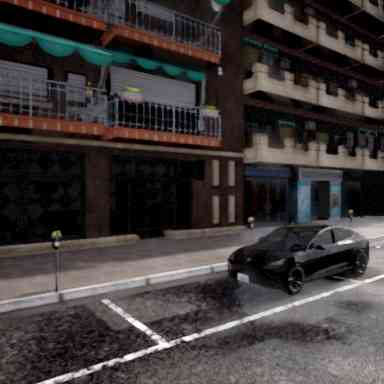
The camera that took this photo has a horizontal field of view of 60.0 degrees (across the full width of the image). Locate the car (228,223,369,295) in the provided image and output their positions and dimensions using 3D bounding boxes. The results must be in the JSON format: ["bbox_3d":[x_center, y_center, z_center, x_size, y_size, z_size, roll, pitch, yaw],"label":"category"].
[{"bbox_3d":[2.910,1.514,8.633,4.313,1.339,1.947,0,0,-36],"label":"car"}]
